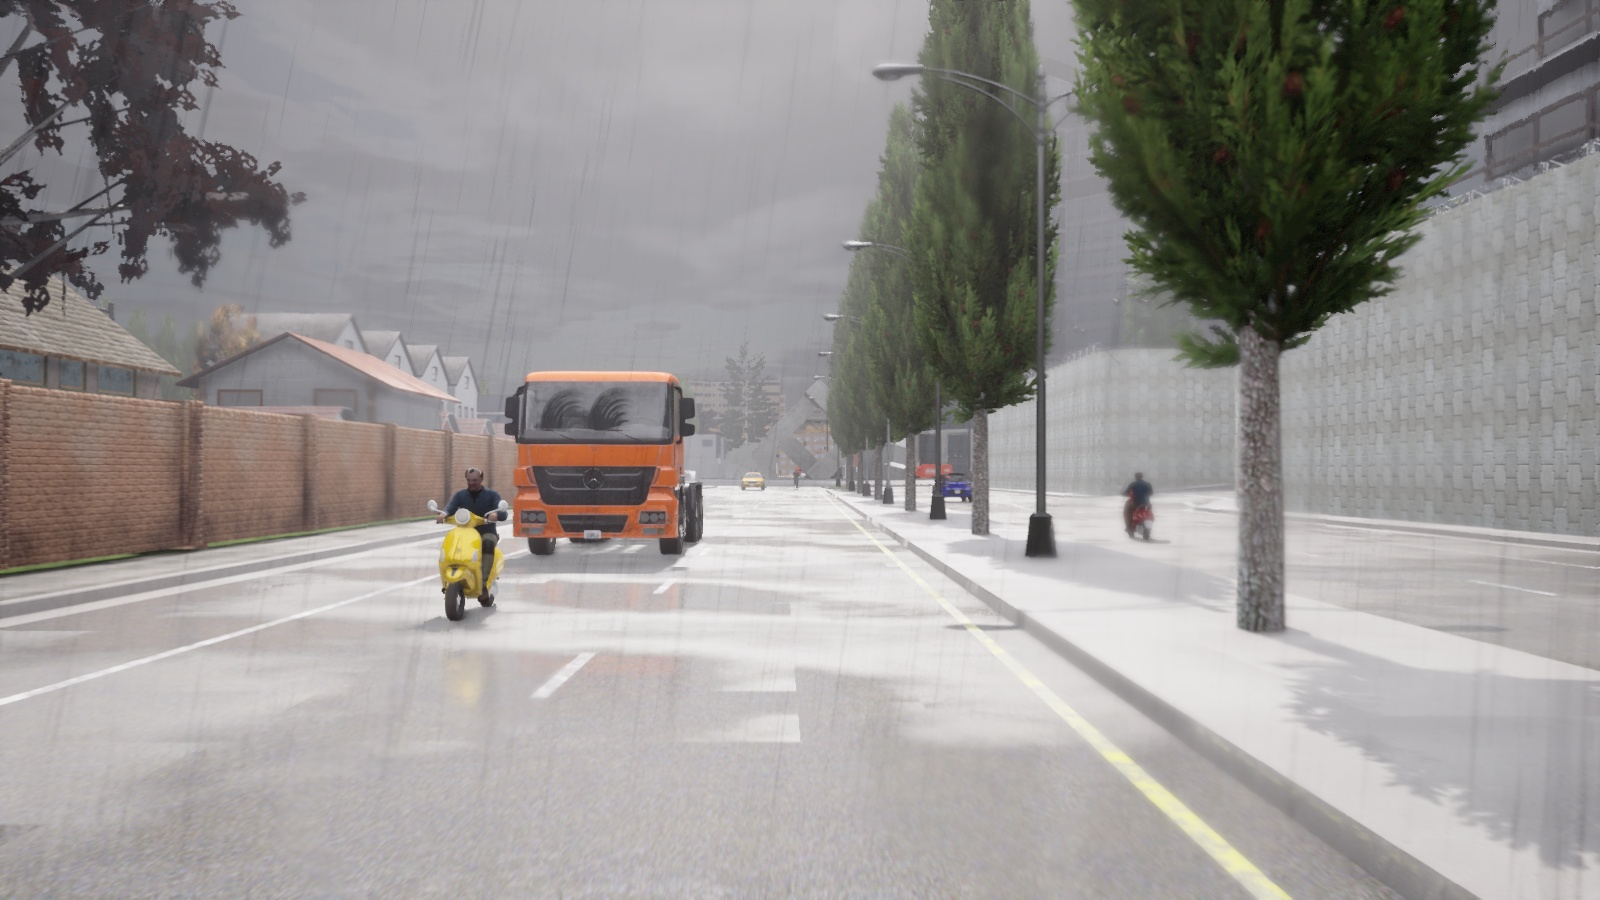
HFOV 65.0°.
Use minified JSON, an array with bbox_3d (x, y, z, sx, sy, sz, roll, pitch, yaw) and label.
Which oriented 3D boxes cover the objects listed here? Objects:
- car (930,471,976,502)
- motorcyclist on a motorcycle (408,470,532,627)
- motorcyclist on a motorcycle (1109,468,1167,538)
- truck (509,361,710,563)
[{"bbox_3d":[7.839,1.857,64.636,1.816,1.474,4.193,-1,-1,0],"label":"car"},{"bbox_3d":[-3.533,1.010,13.602,0.866,1.590,1.817,0,-1,0],"label":"motorcyclist on a motorcycle"},{"bbox_3d":[7.928,1.231,29.523,0.866,1.590,1.817,0,-1,0],"label":"motorcyclist on a motorcycle"},{"bbox_3d":[-3.566,0.275,25.555,2.891,3.462,7.936,0,-1,0],"label":"truck"}]
